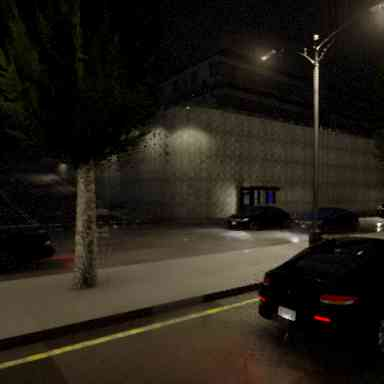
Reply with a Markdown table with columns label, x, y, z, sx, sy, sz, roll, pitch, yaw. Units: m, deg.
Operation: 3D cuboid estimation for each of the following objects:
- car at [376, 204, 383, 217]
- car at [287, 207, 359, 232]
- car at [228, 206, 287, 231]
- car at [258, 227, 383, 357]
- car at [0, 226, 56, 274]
| label | x | y | z | sx | sy | sz | roll | pitch | yaw |
| --- | --- | --- | --- | --- | --- | --- | --- | --- | --- |
| car | 19.806 | 1.527 | 32.228 | 4.553 | 1.767 | 2.097 | 0 | 0 | -35 |
| car | 7.979 | 1.615 | 19.504 | 4.674 | 1.442 | 1.812 | 0 | 0 | -35 |
| car | 4.402 | 1.606 | 21.252 | 4.674 | 1.442 | 1.812 | 0 | 0 | -35 |
| car | 3.215 | 1.556 | 6.037 | 4.674 | 1.442 | 1.812 | 0 | 0 | -35 |
| car | -6.665 | 1.541 | 9.055 | 5.357 | 1.411 | 2.033 | 0 | 0 | -35 |
